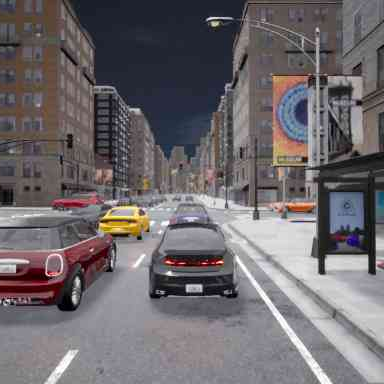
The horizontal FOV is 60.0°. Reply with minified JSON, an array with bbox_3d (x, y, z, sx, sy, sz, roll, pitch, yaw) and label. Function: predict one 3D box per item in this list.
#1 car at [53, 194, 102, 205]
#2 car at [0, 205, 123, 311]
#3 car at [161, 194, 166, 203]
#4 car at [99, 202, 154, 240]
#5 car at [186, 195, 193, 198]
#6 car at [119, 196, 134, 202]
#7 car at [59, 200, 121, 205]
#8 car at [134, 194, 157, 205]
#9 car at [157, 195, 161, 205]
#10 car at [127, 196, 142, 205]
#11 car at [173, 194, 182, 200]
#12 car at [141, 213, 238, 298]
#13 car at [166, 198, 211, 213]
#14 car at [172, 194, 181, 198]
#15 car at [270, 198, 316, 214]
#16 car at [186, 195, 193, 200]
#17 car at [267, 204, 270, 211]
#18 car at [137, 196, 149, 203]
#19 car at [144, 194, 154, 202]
[{"bbox_3d":[-13.278,1.265,38.734,5.566,2.045,2.150,0,-1,-1],"label":"car"},{"bbox_3d":[-3.228,1.355,7.904,2.097,1.767,4.553,0,0,-1],"label":"car"},{"bbox_3d":[-7.037,1.583,68.892,1.994,1.385,4.181,0,0,0],"label":"car"},{"bbox_3d":[-3.297,1.484,17.032,1.882,1.535,5.008,0,0,-1],"label":"car"},{"bbox_3d":[-0.641,1.540,82.641,2.128,1.511,4.902,0,0,0],"label":"car"},{"bbox_3d":[-10.249,1.583,51.331,1.994,1.385,4.181,0,0,0],"label":"car"},{"bbox_3d":[-6.241,1.506,21.040,1.837,1.490,4.892,-1,0,4],"label":"car"},{"bbox_3d":[-6.991,1.370,50.308,2.097,1.767,4.553,0,0,0],"label":"car"},{"bbox_3d":[-7.045,1.544,58.884,1.812,1.442,4.674,0,0,0],"label":"car"},{"bbox_3d":[-10.291,1.523,60.152,1.837,1.490,4.892,0,0,0],"label":"car"},{"bbox_3d":[-3.962,1.364,91.949,2.128,1.511,4.902,0,0,0],"label":"car"},{"bbox_3d":[0.015,1.508,8.477,1.837,1.490,4.892,0,0,-1],"label":"car"},{"bbox_3d":[-0.051,1.359,17.413,2.097,1.767,4.553,0,0,0],"label":"car"},{"bbox_3d":[-3.886,1.603,81.977,1.895,1.301,4.718,0,0,0],"label":"car"},{"bbox_3d":[11.206,1.434,35.767,4.553,1.767,2.097,0,-1,-1],"label":"car"},{"bbox_3d":[-0.717,1.531,92.742,2.128,1.511,4.902,0,0,0],"label":"car"},{"bbox_3d":[11.150,1.478,39.015,4.553,1.767,2.097,0,-1,-1],"label":"car"},{"bbox_3d":[-10.297,1.614,70.200,1.895,1.301,4.718,0,0,0],"label":"car"},{"bbox_3d":[-10.375,1.372,80.514,2.097,1.767,4.553,0,0,0],"label":"car"}]
